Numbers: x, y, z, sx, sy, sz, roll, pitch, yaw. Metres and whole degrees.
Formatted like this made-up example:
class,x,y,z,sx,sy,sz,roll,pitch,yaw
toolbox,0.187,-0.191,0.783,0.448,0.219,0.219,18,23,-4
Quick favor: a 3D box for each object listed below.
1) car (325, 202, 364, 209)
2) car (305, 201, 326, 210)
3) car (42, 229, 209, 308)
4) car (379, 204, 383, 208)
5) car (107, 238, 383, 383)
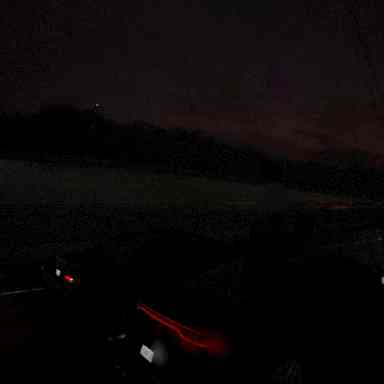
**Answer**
class,x,y,z,sx,sy,sz,roll,pitch,yaw
car,18.003,1.925,38.487,5.008,1.535,1.882,1,-1,-36
car,16.179,1.927,41.490,5.008,1.535,1.882,1,-1,-36
car,-0.479,1.592,7.709,5.357,1.411,2.033,1,0,-36
car,22.223,2.029,37.237,5.357,1.411,2.033,1,0,-36
car,1.552,1.522,4.858,5.008,1.535,1.882,1,0,-36
